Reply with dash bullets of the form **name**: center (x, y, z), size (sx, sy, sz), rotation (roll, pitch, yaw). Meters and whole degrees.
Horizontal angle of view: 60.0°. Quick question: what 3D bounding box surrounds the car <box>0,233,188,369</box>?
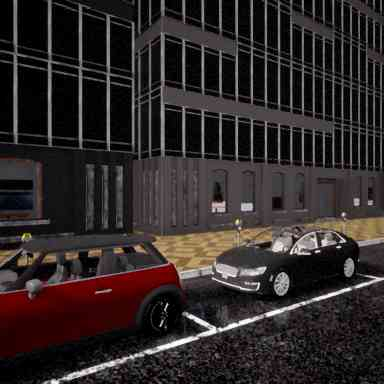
- **car**: center (-2.158, 1.440, 5.021), size (4.097, 1.590, 1.967), rotation (0, 0, -35)

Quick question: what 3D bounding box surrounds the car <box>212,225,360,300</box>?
- **car**: center (2.477, 1.549, 8.324), size (4.403, 1.369, 2.008), rotation (0, 0, -35)
